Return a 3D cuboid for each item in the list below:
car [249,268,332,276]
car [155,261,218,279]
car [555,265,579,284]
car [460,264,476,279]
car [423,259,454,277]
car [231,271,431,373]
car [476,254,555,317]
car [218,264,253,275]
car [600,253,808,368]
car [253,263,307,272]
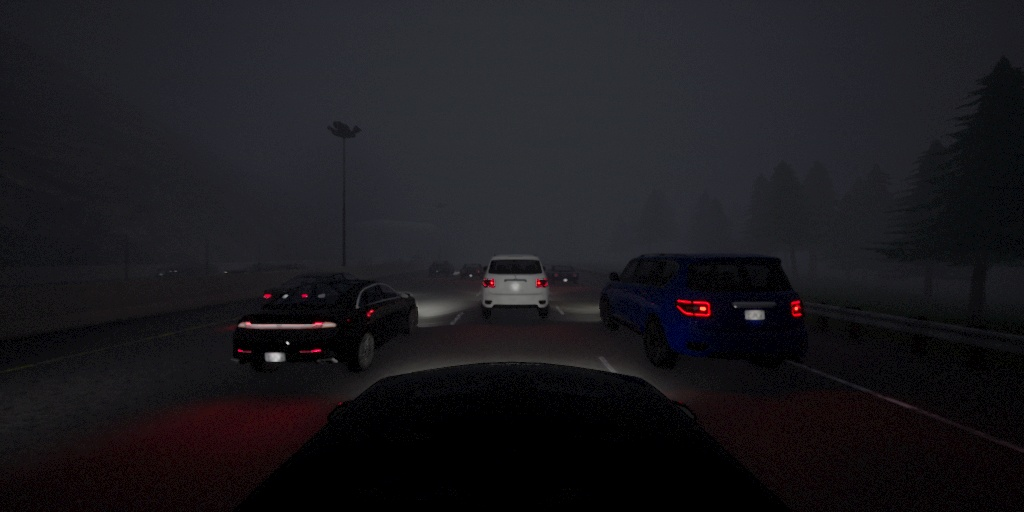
[{"bbox_3d":[-6.901,1.285,13.475,2.033,1.411,5.357,0,0,0],"label":"car"},{"bbox_3d":[-28.100,1.212,31.182,2.128,1.511,4.902,0,0,0],"label":"car"},{"bbox_3d":[3.593,1.327,26.333,1.895,1.301,4.718,0,0,0],"label":"car"},{"bbox_3d":[-3.409,1.321,31.914,1.895,1.301,4.718,0,0,0],"label":"car"},{"bbox_3d":[-6.908,1.208,35.426,2.128,1.511,4.902,0,0,0],"label":"car"},{"bbox_3d":[-3.403,1.236,7.579,2.128,1.511,4.902,0,0,0],"label":"car"},{"bbox_3d":[0.099,0.960,13.195,2.150,2.045,5.566,0,0,0],"label":"car"},{"bbox_3d":[-21.104,1.322,29.475,1.895,1.301,4.718,0,0,0],"label":"car"},{"bbox_3d":[3.599,0.965,8.000,2.150,2.045,5.566,0,0,0],"label":"car"},{"bbox_3d":[-17.605,1.324,28.256,1.895,1.301,4.718,0,0,0],"label":"car"}]
